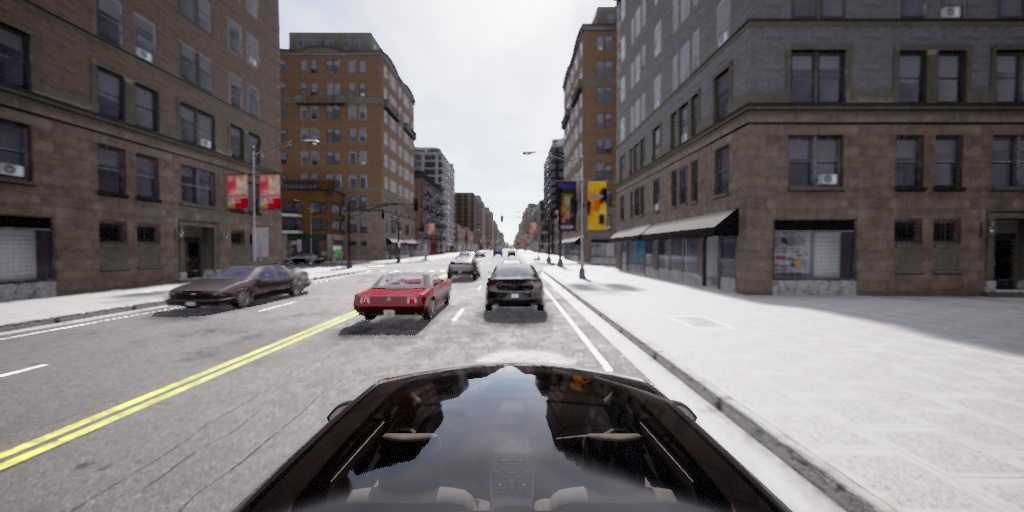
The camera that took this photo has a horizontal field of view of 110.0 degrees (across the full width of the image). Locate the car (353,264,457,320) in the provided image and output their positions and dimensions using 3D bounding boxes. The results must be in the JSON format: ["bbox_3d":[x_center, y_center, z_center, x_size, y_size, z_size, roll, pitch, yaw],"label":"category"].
[{"bbox_3d":[-3.154,1.125,11.450,1.895,1.301,4.718,0,1,0],"label":"car"}]

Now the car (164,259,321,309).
[{"bbox_3d":[-9.848,1.022,13.643,2.033,1.411,5.357,0,1,0],"label":"car"}]

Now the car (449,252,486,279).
[{"bbox_3d":[-3.156,0.718,24.218,2.128,1.511,4.902,0,1,-1],"label":"car"}]

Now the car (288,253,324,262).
[{"bbox_3d":[-25.396,0.347,44.031,4.313,1.339,1.948,0,0,0],"label":"car"}]

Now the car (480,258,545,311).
[{"bbox_3d":[0.090,0.964,13.041,1.882,1.535,5.008,0,1,0],"label":"car"}]
